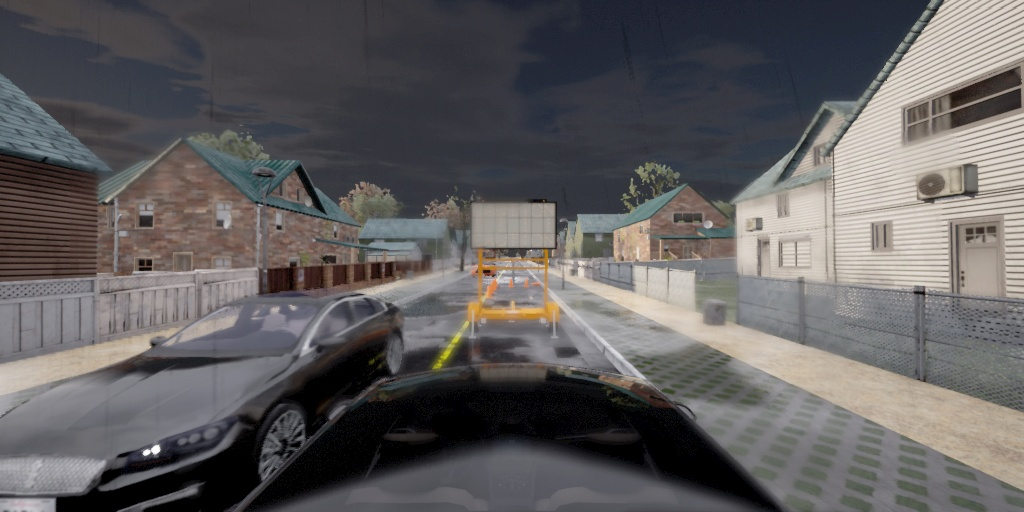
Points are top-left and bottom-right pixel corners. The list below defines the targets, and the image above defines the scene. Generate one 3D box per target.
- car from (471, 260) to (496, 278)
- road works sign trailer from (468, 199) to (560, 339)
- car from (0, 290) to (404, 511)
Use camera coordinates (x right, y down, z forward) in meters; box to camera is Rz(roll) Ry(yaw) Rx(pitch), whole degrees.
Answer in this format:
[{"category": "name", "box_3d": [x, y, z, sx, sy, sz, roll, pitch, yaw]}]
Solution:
[{"category": "car", "box_3d": [-2.591, 1.106, 33.873, 2.097, 1.767, 4.553, 0, 0, 0]}, {"category": "road works sign trailer", "box_3d": [0.042, 0.217, 10.112, 2.380, 3.560, 2.880, 0, 0, 0]}, {"category": "car", "box_3d": [-2.835, 1.242, 4.545, 2.128, 1.511, 4.902, 0, 0, 0]}]
